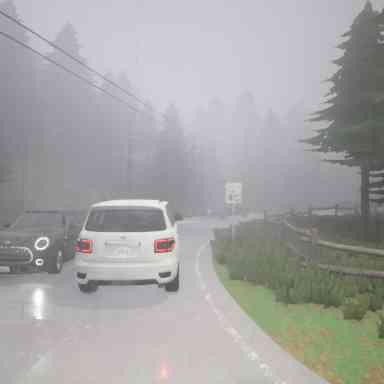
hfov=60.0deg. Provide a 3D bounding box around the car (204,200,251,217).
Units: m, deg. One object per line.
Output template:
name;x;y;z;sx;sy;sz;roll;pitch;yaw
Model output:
car;3.087;1.433;28.633;4.902;1.511;2.128;0;0;-44

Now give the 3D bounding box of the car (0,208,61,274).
car;-4.536;1.320;10.483;2.097;1.767;4.553;0;0;4

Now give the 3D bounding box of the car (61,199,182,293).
car;-1.435;1.200;9.002;2.150;2.045;5.566;0;0;-3

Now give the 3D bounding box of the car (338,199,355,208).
car;17.895;1.453;35.982;4.902;1.511;2.128;0;0;-32
